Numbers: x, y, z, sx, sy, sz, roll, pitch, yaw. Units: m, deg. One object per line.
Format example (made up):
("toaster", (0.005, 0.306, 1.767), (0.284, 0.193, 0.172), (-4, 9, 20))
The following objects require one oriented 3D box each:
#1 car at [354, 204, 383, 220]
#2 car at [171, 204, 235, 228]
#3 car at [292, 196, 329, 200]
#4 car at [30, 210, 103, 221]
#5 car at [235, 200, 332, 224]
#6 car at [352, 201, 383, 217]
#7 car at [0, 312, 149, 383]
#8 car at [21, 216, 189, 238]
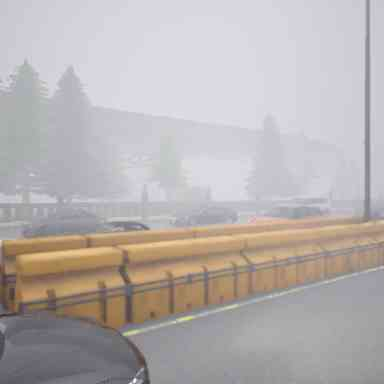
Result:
("car", (12.712, 1.604, 21.655), (5.008, 1.535, 1.882), (0, 0, -35))
("car", (0.844, 1.565, 21.793), (4.902, 1.511, 2.128), (0, 0, -36))
("car", (9.507, 1.354, 27.958), (5.566, 2.045, 2.150), (0, 0, -35))
("car", (-6.248, 1.589, 16.732), (4.181, 1.385, 1.994), (0, 0, -36))
("car", (4.562, 1.423, 15.848), (4.553, 1.767, 2.097), (0, 0, -35))
("car", (18.854, 1.698, 34.583), (4.892, 1.490, 1.837), (0, 0, -35))
("car", (-2.570, 1.487, 1.913), (4.902, 1.511, 2.128), (0, 0, -36))
("car", (-2.659, 1.623, 10.696), (4.718, 1.301, 1.895), (0, 0, -36))
